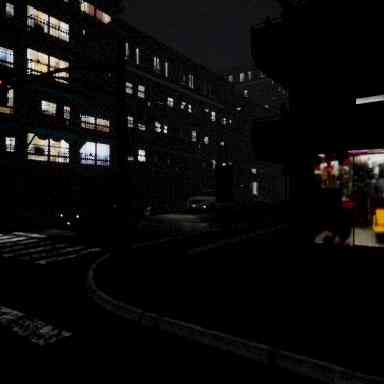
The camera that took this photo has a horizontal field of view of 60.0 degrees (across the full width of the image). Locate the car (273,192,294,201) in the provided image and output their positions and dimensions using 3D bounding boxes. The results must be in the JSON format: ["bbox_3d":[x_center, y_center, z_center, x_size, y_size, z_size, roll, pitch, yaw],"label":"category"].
[{"bbox_3d":[14.710,0.719,53.210,1.947,1.339,4.313,1,1,35],"label":"car"}]

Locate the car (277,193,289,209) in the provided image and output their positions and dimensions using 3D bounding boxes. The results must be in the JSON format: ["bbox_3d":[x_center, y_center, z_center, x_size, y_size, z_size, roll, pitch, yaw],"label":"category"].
[{"bbox_3d":[8.492,1.065,29.841,1.802,1.307,4.206,1,1,35],"label":"car"}]

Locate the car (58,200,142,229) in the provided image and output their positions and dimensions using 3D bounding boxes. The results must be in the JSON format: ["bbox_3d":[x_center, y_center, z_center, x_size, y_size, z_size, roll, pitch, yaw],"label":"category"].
[{"bbox_3d":[-5.517,1.365,20.022,1.895,1.301,4.718,0,1,35],"label":"car"}]

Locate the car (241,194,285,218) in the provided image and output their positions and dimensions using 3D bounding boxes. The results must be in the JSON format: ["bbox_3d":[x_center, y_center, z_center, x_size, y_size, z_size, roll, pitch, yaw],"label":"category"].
[{"bbox_3d":[5.289,1.118,25.173,1.887,1.381,4.507,1,1,35],"label":"car"}]

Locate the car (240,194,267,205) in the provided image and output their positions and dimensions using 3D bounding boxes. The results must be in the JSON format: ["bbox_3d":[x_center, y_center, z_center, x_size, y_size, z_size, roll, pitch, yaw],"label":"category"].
[{"bbox_3d":[8.187,0.916,43.957,1.802,1.307,4.206,1,1,35],"label":"car"}]

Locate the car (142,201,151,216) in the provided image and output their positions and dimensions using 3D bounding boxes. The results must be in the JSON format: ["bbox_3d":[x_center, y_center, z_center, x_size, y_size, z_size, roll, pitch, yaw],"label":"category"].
[{"bbox_3d":[-4.966,1.264,25.524,1.947,1.339,4.313,1,1,35],"label":"car"}]

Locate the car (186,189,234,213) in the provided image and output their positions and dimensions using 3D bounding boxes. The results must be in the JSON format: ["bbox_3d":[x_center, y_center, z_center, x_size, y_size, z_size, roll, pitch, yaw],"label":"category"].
[{"bbox_3d":[1.759,0.784,30.365,2.150,2.045,5.566,0,1,35],"label":"car"}]
